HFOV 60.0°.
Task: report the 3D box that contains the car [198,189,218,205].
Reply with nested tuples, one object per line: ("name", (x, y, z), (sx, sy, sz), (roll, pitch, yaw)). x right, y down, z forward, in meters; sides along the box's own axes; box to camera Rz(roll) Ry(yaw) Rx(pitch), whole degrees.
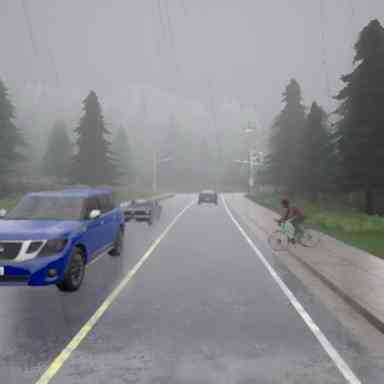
("car", (1.688, 0.484, 34.513), (1.882, 1.535, 5.008), (0, 2, 5))

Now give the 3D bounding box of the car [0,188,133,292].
("car", (-3.308, 0.955, 8.613), (2.150, 2.045, 5.566), (0, 2, 3))

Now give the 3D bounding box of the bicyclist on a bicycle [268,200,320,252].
("bicyclist on a bicycle", (3.194, 1.046, 10.553), (1.656, 1.620, 0.582), (-7, 1, 3))

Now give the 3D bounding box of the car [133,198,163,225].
("car", (-2.862, 1.042, 18.835), (1.895, 1.301, 4.718), (0, 2, 2))

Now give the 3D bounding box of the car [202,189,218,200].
("car", (2.464, 0.272, 44.967), (1.994, 1.385, 4.181), (0, 2, 5))
